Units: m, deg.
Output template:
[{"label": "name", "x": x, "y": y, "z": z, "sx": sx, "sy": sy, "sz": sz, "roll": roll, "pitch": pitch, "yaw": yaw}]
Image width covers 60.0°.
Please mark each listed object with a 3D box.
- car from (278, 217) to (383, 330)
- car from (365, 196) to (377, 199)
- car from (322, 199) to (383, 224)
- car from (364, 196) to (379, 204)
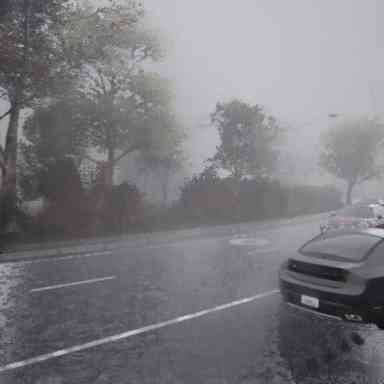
[{"label": "car", "x": 3.788, "y": 1.518, "z": 6.917, "sx": 4.892, "sy": 1.490, "sz": 1.837, "roll": 0, "pitch": 0, "yaw": -39}, {"label": "car", "x": 15.633, "y": 1.388, "z": 29.101, "sx": 2.097, "sy": 1.767, "sz": 4.553, "roll": 0, "pitch": 0, "yaw": 38}, {"label": "car", "x": 7.756, "y": 1.377, "z": 15.376, "sx": 4.553, "sy": 1.767, "sz": 2.097, "roll": 0, "pitch": 0, "yaw": -44}, {"label": "car", "x": 35.112, "y": 1.561, "z": 65.268, "sx": 1.812, "sy": 1.442, "sz": 4.674, "roll": 0, "pitch": 0, "yaw": 18}]
